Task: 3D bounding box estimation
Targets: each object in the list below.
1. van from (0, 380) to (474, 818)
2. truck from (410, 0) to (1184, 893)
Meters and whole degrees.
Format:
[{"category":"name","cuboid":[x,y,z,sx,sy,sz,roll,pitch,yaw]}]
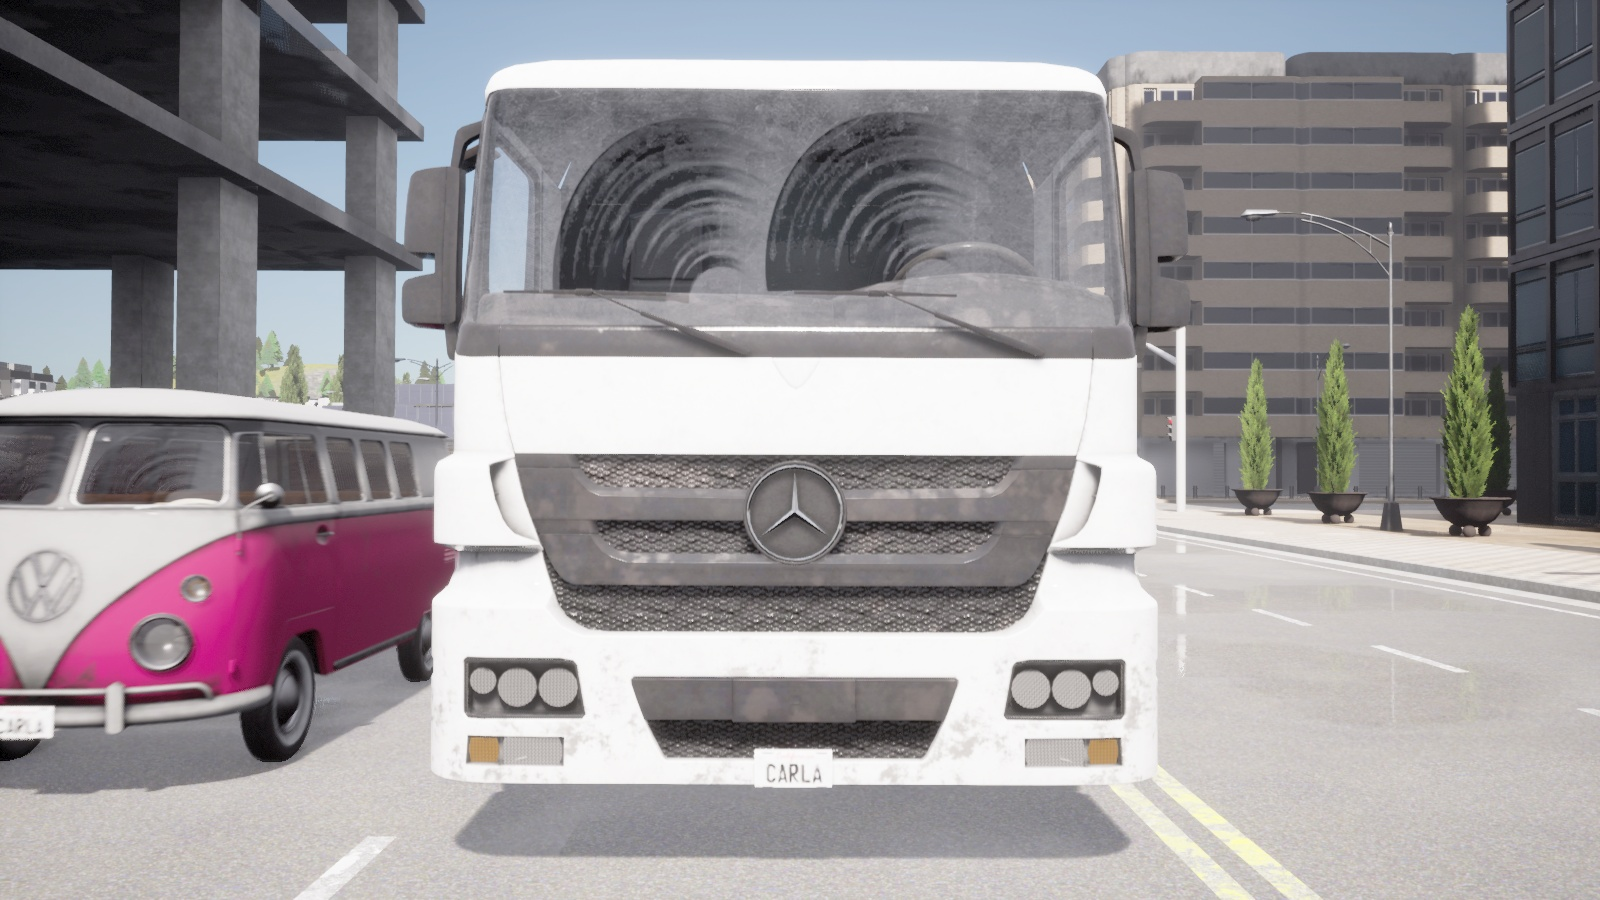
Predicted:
[{"category":"van","cuboid":[-3.522,0.714,7.939,1.775,1.987,4.442,0,-1,0]},{"category":"truck","cuboid":[-0.027,-0.023,8.684,2.891,3.462,7.936,0,-1,0]}]
